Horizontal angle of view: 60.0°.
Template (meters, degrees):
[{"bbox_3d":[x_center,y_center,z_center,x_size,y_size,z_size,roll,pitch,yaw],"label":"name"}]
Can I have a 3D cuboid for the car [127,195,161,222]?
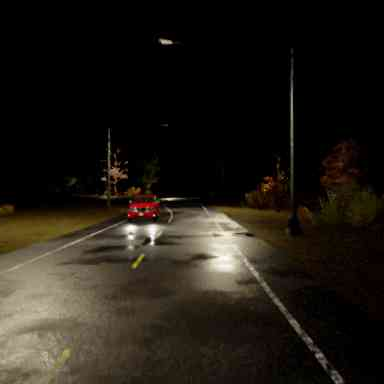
[{"bbox_3d":[-3.678,1.234,26.505,2.150,2.045,5.566,0,0,-1],"label":"car"}]
